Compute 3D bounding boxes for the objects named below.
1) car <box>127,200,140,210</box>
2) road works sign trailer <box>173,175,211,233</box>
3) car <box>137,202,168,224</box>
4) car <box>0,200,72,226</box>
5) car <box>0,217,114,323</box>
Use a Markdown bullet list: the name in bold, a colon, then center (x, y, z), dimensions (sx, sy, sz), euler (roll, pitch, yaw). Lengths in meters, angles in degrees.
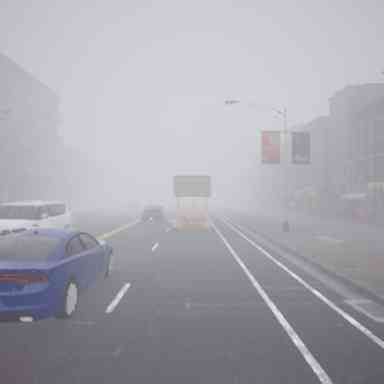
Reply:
- **car**: center (-9.780, 2.195, 56.400), dimensions (1.837, 1.490, 4.892), euler (0, 0, 0)
- **road works sign trailer**: center (0.008, 0.711, 21.319), dimensions (2.380, 3.560, 2.880), euler (0, -1, 0)
- **car**: center (-3.141, 1.837, 28.195), dimensions (1.837, 1.490, 4.892), euler (0, -1, 0)
- **car**: center (-6.595, 1.372, 13.241), dimensions (2.150, 2.045, 5.566), euler (0, -1, 0)
- **car**: center (-3.149, 1.562, 7.546), dimensions (1.882, 1.535, 5.008), euler (0, -1, 0)
